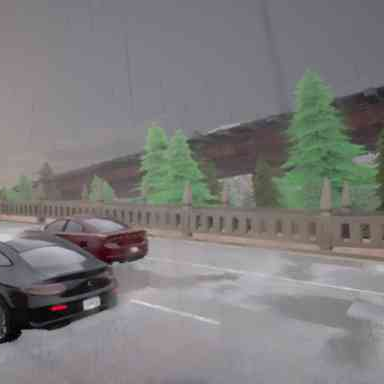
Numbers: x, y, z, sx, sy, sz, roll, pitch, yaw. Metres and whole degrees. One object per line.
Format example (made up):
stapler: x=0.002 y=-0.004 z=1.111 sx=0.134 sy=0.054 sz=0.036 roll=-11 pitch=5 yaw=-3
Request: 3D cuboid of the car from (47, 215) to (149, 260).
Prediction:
car: x=-3.644 y=1.480 z=10.868 sx=5.008 sy=1.535 sz=1.882 roll=0 pitch=0 yaw=35

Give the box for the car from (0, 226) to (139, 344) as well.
car: x=-3.399 y=1.528 z=6.400 sx=4.674 sy=1.442 sz=1.812 roll=0 pitch=0 yaw=35
